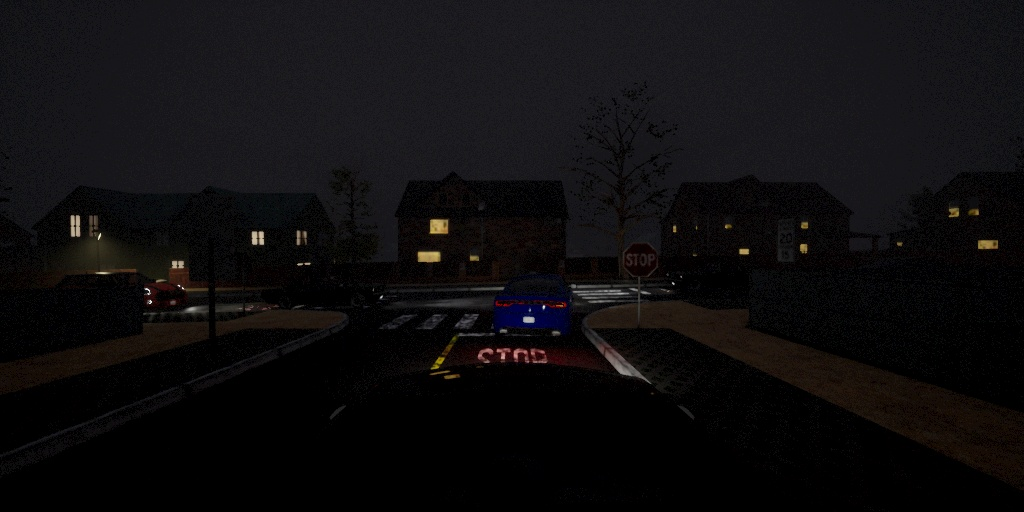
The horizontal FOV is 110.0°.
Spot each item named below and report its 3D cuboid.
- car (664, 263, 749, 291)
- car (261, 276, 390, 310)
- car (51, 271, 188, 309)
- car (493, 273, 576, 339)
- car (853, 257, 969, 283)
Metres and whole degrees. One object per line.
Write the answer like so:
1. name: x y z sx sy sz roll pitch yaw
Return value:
1. car: 10.408 1.034 18.319 4.718 1.301 1.895 -1 1 -1
2. car: -7.814 1.506 15.388 4.718 1.301 1.895 -1 1 0
3. car: -16.801 1.471 15.379 4.553 1.767 2.097 -1 1 0
4. car: 0.785 1.226 10.182 1.882 1.535 5.008 0 0 10
5. car: 20.053 0.753 18.357 5.357 1.411 2.033 -1 1 0
